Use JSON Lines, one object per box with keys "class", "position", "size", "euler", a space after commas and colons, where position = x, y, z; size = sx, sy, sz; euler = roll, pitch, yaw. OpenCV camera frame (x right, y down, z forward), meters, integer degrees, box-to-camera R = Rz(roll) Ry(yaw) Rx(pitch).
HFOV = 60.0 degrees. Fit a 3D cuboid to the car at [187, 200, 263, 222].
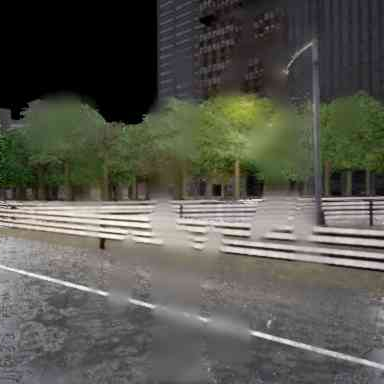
{"class": "car", "position": [2.254, 1.291, 23.206], "size": [5.357, 1.411, 2.033], "euler": [-1, 0, 3]}
